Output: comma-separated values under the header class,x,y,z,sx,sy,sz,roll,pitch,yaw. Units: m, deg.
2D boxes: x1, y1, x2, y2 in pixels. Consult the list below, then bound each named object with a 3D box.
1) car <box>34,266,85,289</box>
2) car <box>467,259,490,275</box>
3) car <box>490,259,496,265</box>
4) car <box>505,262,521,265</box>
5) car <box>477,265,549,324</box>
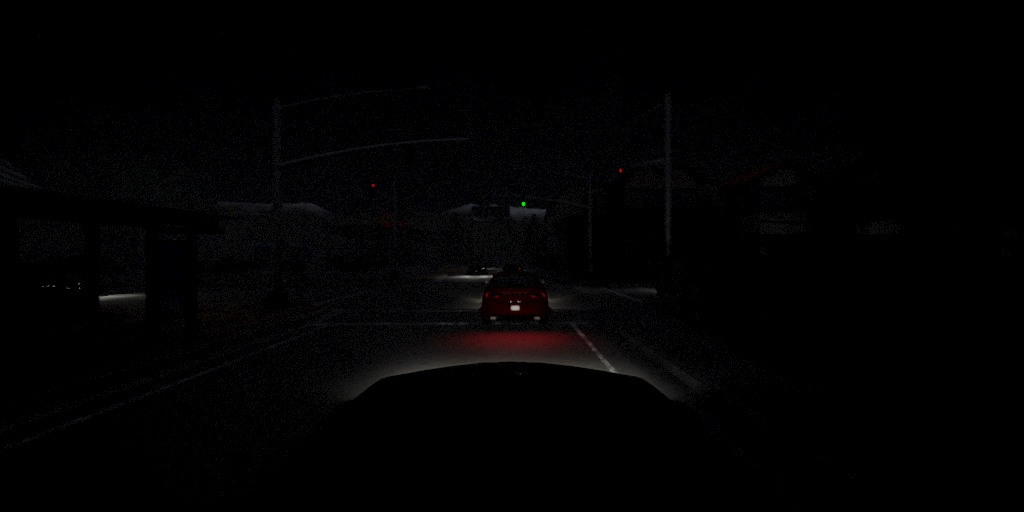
class,x,y,z,sx,sy,sz,roll,pitch,yaw
car,-25.100,1.395,18.324,4.892,1.490,1.837,0,0,0
car,-3.600,1.200,37.683,1.812,1.442,4.674,0,0,-1
car,-3.535,1.180,58.049,2.033,1.411,5.357,0,0,0
car,0.099,1.276,37.307,1.895,1.301,4.718,0,0,0
car,0.092,1.223,11.846,1.882,1.535,5.008,0,0,0
